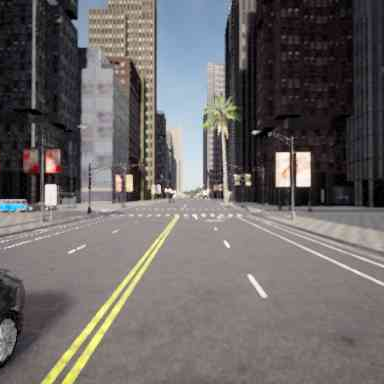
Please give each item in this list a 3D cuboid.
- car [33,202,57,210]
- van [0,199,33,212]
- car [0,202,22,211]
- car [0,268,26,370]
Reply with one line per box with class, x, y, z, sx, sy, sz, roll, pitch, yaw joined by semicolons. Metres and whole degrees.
car;-23.551;2.193;52.137;4.403;1.369;2.008;0;-1;0
van;-23.550;1.853;43.616;3.998;1.788;1.690;0;-1;0
car;-29.229;2.220;52.137;4.206;1.307;1.802;0;-1;0
car;-3.349;1.543;2.983;1.837;1.490;4.892;0;-1;0
